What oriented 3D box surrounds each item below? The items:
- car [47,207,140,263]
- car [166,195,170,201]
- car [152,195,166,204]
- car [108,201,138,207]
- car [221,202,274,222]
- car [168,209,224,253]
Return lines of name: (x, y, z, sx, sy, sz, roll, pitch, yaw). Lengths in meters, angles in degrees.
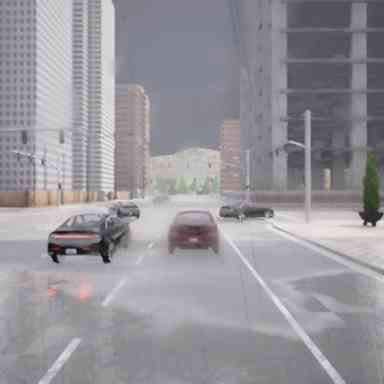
car: (-3.441, 1.509, 11.964, 2.128, 1.511, 4.902, 0, 0, 1)
car: (-6.666, 1.458, 83.507, 2.097, 1.767, 4.553, 0, 0, 1)
car: (-6.920, 1.615, 67.891, 1.837, 1.490, 4.892, 0, 0, 1)
car: (-5.958, 1.541, 28.592, 2.128, 1.511, 4.902, 0, 0, -27)
car: (4.529, 1.539, 27.053, 4.902, 1.511, 2.128, 0, -1, -33)
car: (0.068, 1.502, 13.864, 1.882, 1.535, 5.008, 0, 0, 0)
